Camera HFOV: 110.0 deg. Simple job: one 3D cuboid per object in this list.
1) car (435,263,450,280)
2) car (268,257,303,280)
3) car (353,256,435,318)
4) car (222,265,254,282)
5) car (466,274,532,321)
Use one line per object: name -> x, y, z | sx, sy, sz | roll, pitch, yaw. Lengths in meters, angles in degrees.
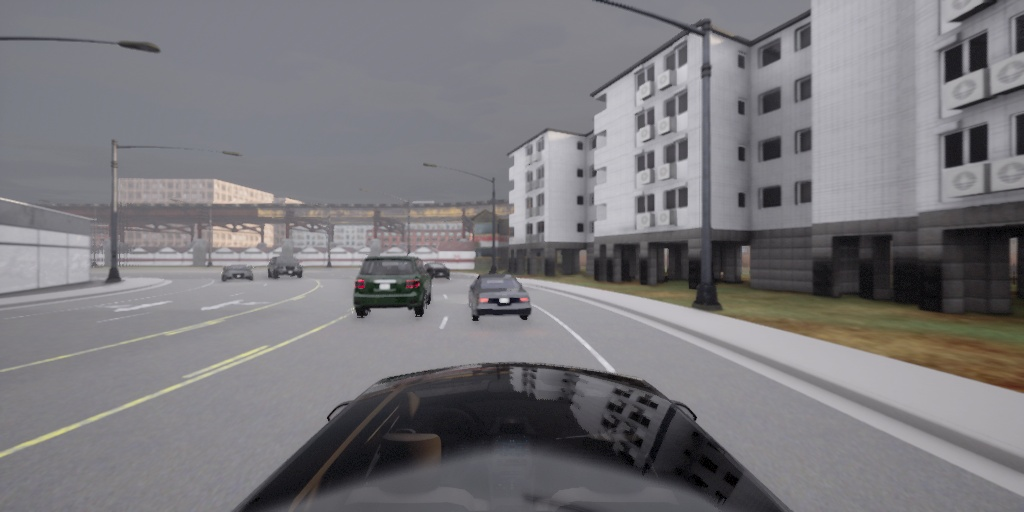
car -> -6.987, 1.322, 31.509 | 1.882, 1.535, 5.008 | 0, 0, -29
car -> -21.205, 1.074, 33.494 | 2.150, 2.045, 5.566 | 0, -1, -41
car -> -4.243, 1.010, 13.454 | 2.150, 2.045, 5.566 | 0, 0, -9
car -> -22.747, 1.404, 29.787 | 1.994, 1.385, 4.181 | 0, 0, -38
car -> -0.592, 1.333, 12.764 | 2.033, 1.411, 5.357 | 0, 0, -9
